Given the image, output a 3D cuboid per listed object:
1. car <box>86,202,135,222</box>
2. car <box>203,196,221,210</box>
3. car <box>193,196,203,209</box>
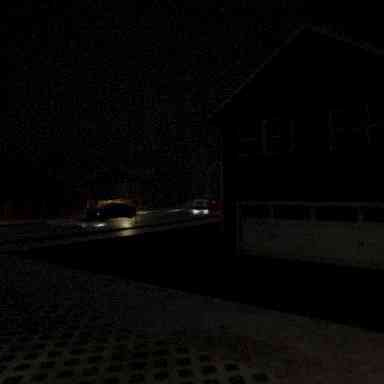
[{"bbox_3d":[-7.089,1.701,29.357,1.882,1.535,5.008,0,0,30],"label":"car"},{"bbox_3d":[3.636,1.533,47.472,2.150,2.045,5.566,0,0,15],"label":"car"},{"bbox_3d":[1.700,1.572,51.115,2.150,2.045,5.566,0,-1,14],"label":"car"}]
